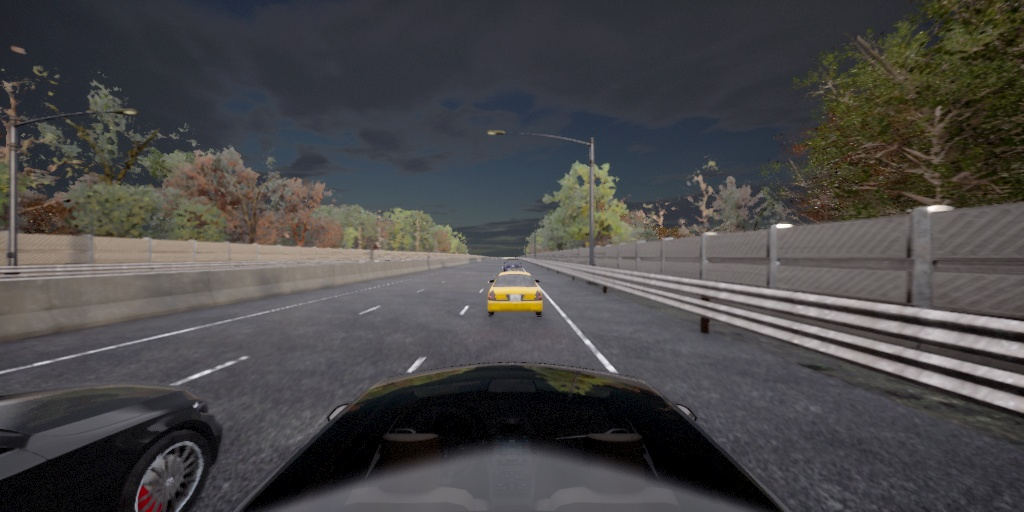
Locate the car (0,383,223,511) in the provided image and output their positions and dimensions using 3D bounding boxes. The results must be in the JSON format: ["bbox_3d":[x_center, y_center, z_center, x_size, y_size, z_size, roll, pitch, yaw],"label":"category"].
[{"bbox_3d":[-3.387,1.275,1.081,1.812,1.442,4.674,0,0,0],"label":"car"}]

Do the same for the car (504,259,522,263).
[{"bbox_3d":[0.089,1.113,41.548,2.097,1.767,4.553,0,0,0],"label":"car"}]

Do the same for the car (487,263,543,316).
[{"bbox_3d":[0.096,1.209,13.237,1.801,1.575,5.366,0,0,0],"label":"car"}]
